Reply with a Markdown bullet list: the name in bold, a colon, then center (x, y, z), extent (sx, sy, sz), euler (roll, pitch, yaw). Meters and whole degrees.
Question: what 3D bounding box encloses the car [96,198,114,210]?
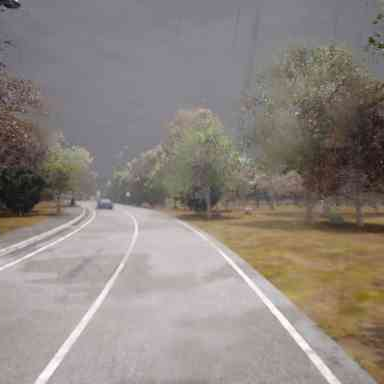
- **car**: center (-11.694, 1.549, 44.727), extent (1.812, 1.442, 4.674), euler (2, 1, -20)
